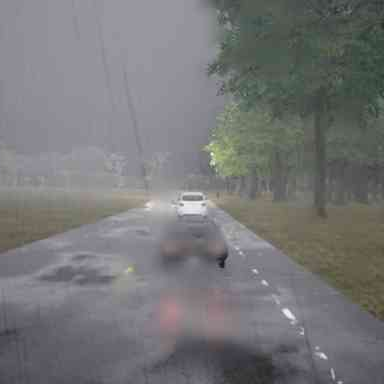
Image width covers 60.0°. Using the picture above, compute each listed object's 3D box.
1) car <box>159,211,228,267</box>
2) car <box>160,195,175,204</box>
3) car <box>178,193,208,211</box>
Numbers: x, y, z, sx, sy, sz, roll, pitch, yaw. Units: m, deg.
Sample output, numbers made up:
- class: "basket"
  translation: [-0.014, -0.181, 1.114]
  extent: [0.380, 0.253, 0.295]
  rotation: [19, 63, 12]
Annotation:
- class: "car"
  translation: [0.063, 1.544, 11.130]
  extent: [1.895, 1.301, 4.718]
  rotation: [0, 0, 0]
- class: "car"
  translation: [-3.582, 1.117, 49.201]
  extent: [1.895, 1.301, 4.718]
  rotation: [0, 1, 0]
- class: "car"
  translation: [0.063, 1.044, 26.296]
  extent: [2.150, 2.045, 5.566]
  rotation: [0, 1, 0]
